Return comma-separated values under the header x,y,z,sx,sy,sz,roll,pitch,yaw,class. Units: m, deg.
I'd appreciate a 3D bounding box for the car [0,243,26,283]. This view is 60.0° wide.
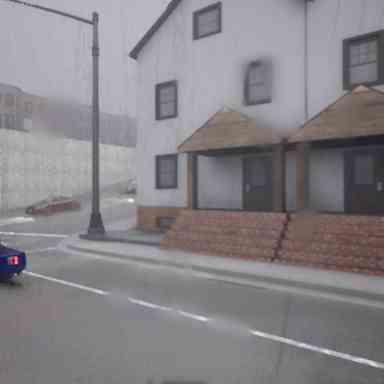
x,y,z,sx,sy,sz,roll,pitch,yaw,class
-6.315,1.635,8.491,4.718,1.301,1.895,-1,0,36,car

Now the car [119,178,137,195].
x,y,z,sx,sy,sz,roll,pitch,yaw,class
-5.625,-0.723,34.952,1.812,1.442,4.674,0,13,36,car

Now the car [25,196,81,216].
x,y,z,sx,sy,sz,roll,pitch,yaw,class
-11.217,1.040,26.991,1.994,1.385,4.181,0,6,35,car
